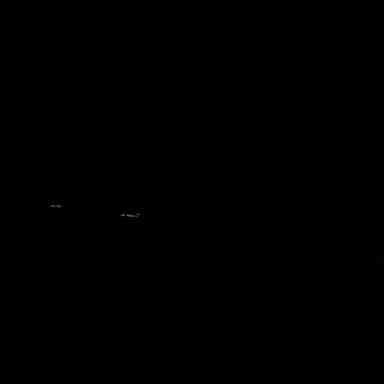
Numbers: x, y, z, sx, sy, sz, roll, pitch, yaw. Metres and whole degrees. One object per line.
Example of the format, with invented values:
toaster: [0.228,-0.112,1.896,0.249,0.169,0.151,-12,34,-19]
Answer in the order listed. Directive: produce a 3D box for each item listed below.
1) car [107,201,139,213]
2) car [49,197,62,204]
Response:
car: [-7.977,1.685,38.114,2.033,1.411,5.357,0,0,-35]
car: [-25.948,1.765,63.417,1.837,1.490,4.892,0,0,-35]
